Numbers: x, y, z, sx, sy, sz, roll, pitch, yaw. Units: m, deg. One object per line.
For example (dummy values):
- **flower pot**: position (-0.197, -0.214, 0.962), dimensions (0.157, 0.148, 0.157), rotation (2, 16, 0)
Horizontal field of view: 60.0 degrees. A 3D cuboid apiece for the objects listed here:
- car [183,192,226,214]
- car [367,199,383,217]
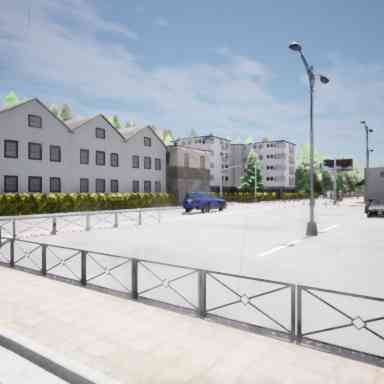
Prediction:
- **car**: position (1.306, 1.029, 33.456), dimensions (2.150, 2.045, 5.566), rotation (0, 0, 35)
- **car**: position (15.399, 1.298, 26.827), dimensions (2.007, 1.523, 4.514), rotation (0, 0, 35)
